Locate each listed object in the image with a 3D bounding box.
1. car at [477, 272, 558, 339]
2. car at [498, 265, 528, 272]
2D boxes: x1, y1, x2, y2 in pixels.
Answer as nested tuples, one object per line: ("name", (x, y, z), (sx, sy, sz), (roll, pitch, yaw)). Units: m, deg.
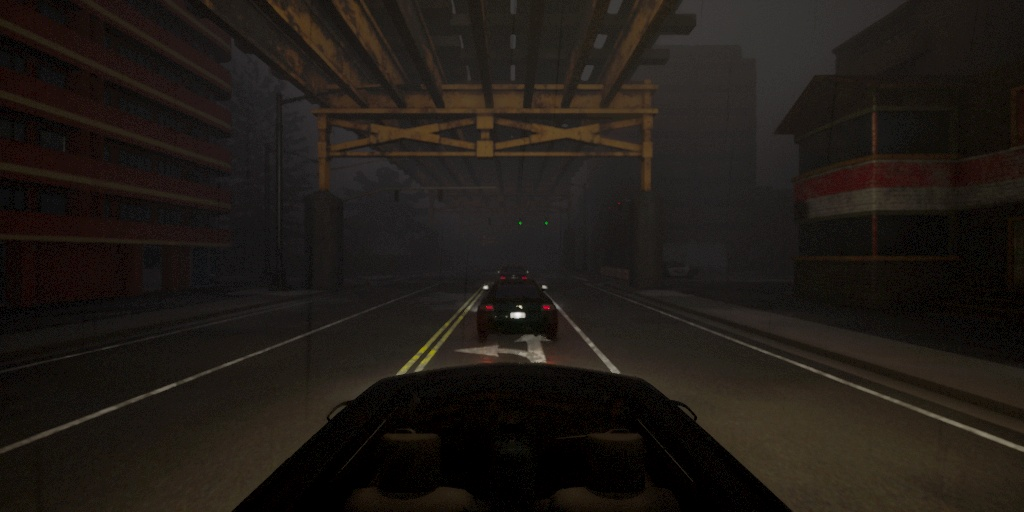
("car", (0.099, 1.309, 10.117), (1.994, 1.385, 4.181), (0, 0, -1))
("car", (0.073, 1.277, 22.694), (2.033, 1.411, 5.357), (0, 0, 0))
